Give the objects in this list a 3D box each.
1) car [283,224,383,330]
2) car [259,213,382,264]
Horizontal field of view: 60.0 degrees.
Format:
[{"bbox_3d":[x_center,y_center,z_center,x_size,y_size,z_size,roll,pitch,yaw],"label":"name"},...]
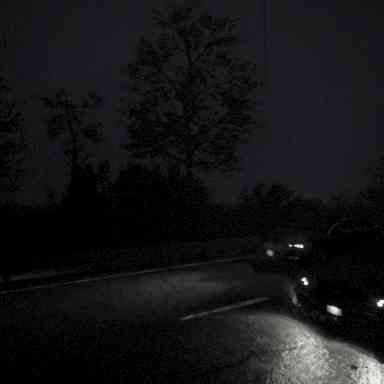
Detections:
[{"bbox_3d":[4.580,1.529,6.791,5.357,1.411,2.033,0,0,-31],"label":"car"},{"bbox_3d":[4.345,1.461,10.648,4.902,1.511,2.128,0,0,-30],"label":"car"}]
